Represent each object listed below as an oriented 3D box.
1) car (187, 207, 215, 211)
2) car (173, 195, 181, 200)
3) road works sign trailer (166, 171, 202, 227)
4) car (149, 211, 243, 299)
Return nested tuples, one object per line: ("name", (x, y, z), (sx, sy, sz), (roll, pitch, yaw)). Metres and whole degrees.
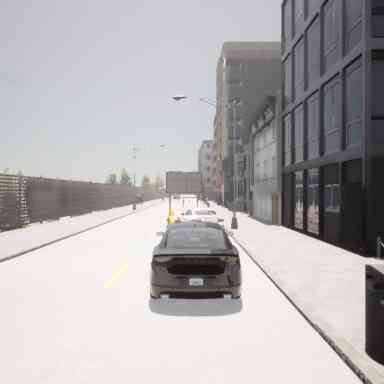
("car", (0.449, 1.538, 17.850), (1.812, 1.442, 4.674), (0, -1, -10))
("car", (-4.283, 1.563, 94.682), (1.994, 1.385, 4.181), (0, 0, 0))
("road works sign trailer", (-0.557, 0.464, 21.330), (2.380, 3.560, 2.880), (0, 0, -17))
("car", (0.074, 1.478, 8.500), (1.882, 1.535, 5.008), (0, 0, 0))
